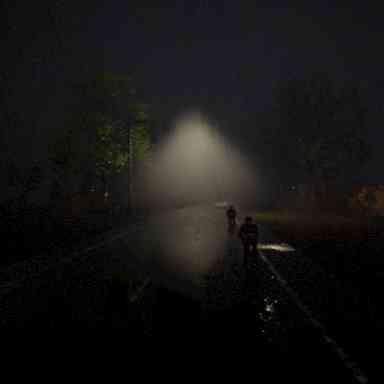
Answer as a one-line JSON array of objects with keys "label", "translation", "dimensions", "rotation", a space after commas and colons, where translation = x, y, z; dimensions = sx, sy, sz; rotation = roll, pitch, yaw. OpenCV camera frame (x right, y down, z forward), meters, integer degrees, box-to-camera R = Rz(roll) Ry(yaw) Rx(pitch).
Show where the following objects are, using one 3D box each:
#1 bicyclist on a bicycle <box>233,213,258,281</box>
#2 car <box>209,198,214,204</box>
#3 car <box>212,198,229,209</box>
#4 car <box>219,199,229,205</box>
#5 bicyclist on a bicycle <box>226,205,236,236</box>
[{"label": "bicyclist on a bicycle", "translation": [1.557, 1.492, 9.037], "dimensions": [0.582, 1.620, 1.656], "rotation": [-1, -1, 3]}, {"label": "car", "translation": [5.532, 2.301, 85.945], "dimensions": [1.812, 1.442, 4.674], "rotation": [-1, -1, 9]}, {"label": "car", "translation": [4.806, 2.020, 54.495], "dimensions": [1.895, 1.301, 4.718], "rotation": [-1, -1, 7]}, {"label": "car", "translation": [7.148, 2.195, 73.222], "dimensions": [1.895, 1.301, 4.718], "rotation": [-1, -1, 8]}, {"label": "bicyclist on a bicycle", "translation": [2.171, 1.555, 18.156], "dimensions": [0.582, 1.620, 1.656], "rotation": [-1, -1, 4]}]
